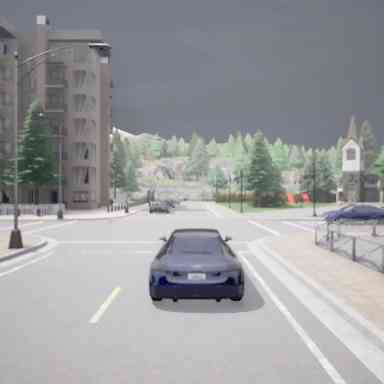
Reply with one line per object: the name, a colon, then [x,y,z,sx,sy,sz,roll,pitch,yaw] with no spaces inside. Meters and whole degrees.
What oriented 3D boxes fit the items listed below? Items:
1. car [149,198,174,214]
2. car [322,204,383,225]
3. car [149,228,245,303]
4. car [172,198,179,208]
car: [-3.493,1.691,36.726,1.994,1.385,4.181,0,0,1]
car: [11.954,1.626,24.275,4.674,1.442,1.812,0,0,0]
car: [0.096,1.594,8.369,1.994,1.385,4.181,0,0,0]
car: [-3.470,1.718,49.207,2.033,1.411,5.357,0,0,0]
